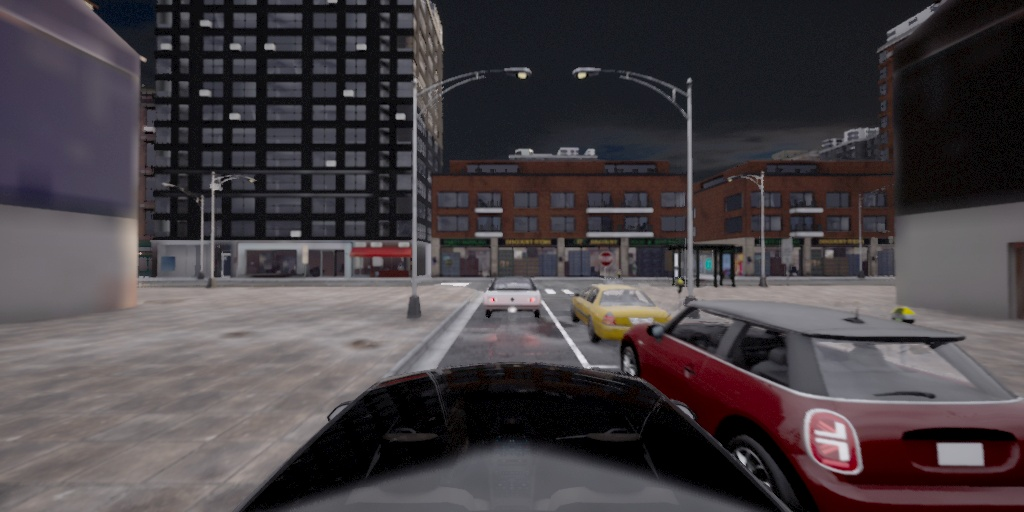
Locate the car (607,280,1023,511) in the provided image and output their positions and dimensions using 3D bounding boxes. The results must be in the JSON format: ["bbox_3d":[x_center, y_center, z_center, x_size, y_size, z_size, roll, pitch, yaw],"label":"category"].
[{"bbox_3d":[2.638,1.201,4.050,1.967,1.591,4.097,0,0,0],"label":"car"}]

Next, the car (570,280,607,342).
[{"bbox_3d":[2.639,1.313,9.657,1.751,1.417,4.829,0,0,0],"label":"car"}]

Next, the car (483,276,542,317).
[{"bbox_3d":[0.047,1.408,13.387,1.895,1.301,4.718,0,0,1],"label":"car"}]
